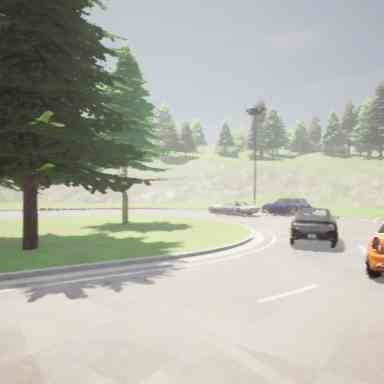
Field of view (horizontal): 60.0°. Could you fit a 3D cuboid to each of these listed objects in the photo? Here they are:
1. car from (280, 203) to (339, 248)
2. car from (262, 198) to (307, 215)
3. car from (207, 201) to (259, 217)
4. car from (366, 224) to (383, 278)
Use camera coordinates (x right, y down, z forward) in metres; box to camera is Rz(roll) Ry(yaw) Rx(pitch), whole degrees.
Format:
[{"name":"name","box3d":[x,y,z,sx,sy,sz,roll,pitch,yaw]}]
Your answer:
[{"name":"car","box3d":[5.460,1.468,14.921,2.128,1.511,4.902,1,0,21]},{"name":"car","box3d":[8.617,1.294,30.605,2.097,1.767,4.553,0,0,-37]},{"name":"car","box3d":[3.728,1.517,30.878,4.718,1.301,1.895,0,0,40]},{"name":"car","box3d":[6.526,1.352,9.393,2.097,1.767,4.553,0,0,40]}]
